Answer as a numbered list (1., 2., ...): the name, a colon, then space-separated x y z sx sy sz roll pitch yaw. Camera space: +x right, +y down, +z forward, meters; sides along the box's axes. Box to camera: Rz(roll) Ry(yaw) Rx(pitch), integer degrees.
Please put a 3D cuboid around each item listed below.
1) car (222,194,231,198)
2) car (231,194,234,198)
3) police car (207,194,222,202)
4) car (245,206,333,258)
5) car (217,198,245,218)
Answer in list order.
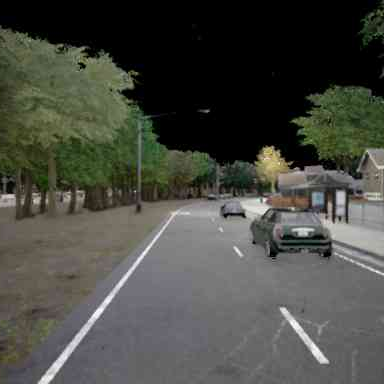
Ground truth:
1. car: 7.776 1.305 84.107 1.812 1.442 4.674 0 0 19
2. car: 9.869 1.224 89.701 1.882 1.535 5.008 0 0 22
3. police car: 4.801 1.260 74.723 1.930 1.638 5.238 0 0 16
4. car: 3.596 1.362 12.879 2.097 1.767 4.553 0 0 0
5. car: 3.601 1.551 30.009 1.994 1.385 4.181 0 0 0
